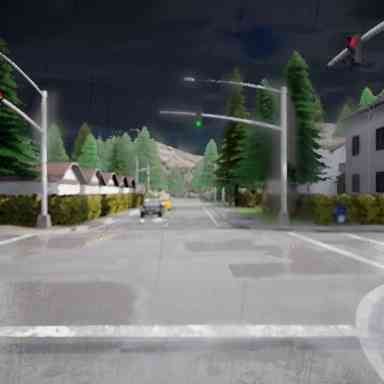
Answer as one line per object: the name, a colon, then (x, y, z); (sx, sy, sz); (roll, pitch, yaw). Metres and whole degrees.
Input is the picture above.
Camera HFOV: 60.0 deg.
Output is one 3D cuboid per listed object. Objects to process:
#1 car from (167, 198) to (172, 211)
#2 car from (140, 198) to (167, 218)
car: (-3.590, 1.489, 41.283); (1.882, 1.535, 5.008); (0, 0, 0)
car: (-3.587, 1.534, 30.811); (1.812, 1.442, 4.674); (0, 0, 0)
